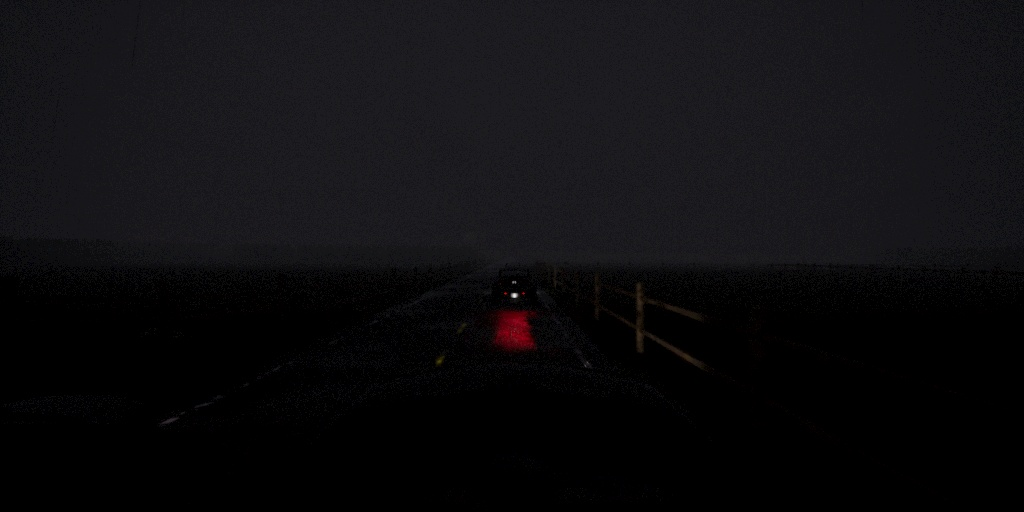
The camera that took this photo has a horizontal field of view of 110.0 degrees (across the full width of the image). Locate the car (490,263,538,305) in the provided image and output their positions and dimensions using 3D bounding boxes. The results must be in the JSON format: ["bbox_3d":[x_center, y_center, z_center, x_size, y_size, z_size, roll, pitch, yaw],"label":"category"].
[{"bbox_3d":[0.099,1.237,15.987,1.837,1.490,4.892,0,0,0],"label":"car"}]
